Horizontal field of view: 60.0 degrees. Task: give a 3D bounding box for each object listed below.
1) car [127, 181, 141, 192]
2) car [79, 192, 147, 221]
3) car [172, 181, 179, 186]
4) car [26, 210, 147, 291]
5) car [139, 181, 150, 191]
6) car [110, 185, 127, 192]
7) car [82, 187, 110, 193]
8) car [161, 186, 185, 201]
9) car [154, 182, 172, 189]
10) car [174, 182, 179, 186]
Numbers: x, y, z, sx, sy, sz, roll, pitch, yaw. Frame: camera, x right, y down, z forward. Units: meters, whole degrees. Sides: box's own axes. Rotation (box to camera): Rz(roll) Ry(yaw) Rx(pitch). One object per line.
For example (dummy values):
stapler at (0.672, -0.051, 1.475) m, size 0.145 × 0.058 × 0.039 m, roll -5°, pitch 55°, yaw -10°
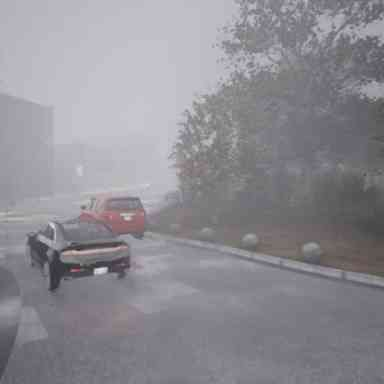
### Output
car at (-12.237, -0.612, 62.560) m, size 1.946 × 1.575 × 5.366 m, roll 0°, pitch 4°, yaw 17°
car at (-4.050, 1.212, 16.403) m, size 2.150 × 2.045 × 5.566 m, roll -1°, pitch 1°, yaw -30°
car at (-4.077, -2.354, 89.228) m, size 2.231 × 1.521 × 4.892 m, roll 0°, pitch 4°, yaw 17°
car at (-3.311, 1.492, 9.218) m, size 2.128 × 1.511 × 4.902 m, roll 0°, pitch 0°, yaw -33°
car at (-10.544, -1.222, 68.089) m, size 2.435 × 2.045 × 5.566 m, roll 0°, pitch 4°, yaw 17°
car at (-13.851, -0.266, 57.287) m, size 1.946 × 1.575 × 5.366 m, roll 0°, pitch 4°, yaw 17°
car at (-15.473, 0.082, 52.019) m, size 1.946 × 1.575 × 5.366 m, roll 0°, pitch 4°, yaw 17°
car at (-2.138, 0.373, 43.698) m, size 1.837 × 1.490 × 4.892 m, roll 0°, pitch 4°, yaw 14°
car at (-7.318, -1.632, 78.649) m, size 2.163 × 1.488 × 4.792 m, roll 0°, pitch 4°, yaw 17°
car at (-1.043, -0.551, 59.229) m, size 1.812 × 1.442 × 4.674 m, roll 0°, pitch 4°, yaw 17°
